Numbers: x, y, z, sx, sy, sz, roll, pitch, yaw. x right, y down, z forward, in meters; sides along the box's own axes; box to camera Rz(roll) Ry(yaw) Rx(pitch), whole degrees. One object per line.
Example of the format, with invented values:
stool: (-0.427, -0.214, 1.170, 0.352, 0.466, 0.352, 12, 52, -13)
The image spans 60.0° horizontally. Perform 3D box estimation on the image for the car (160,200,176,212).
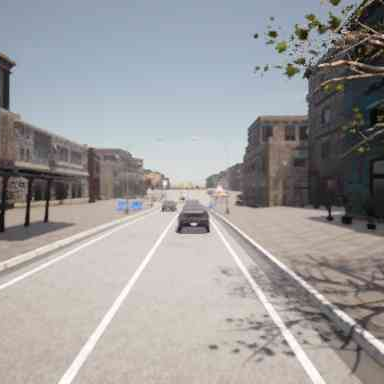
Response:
car: (-2.992, 1.809, 43.688, 1.837, 1.490, 4.892, 0, 0, 0)

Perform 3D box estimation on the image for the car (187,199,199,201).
car: (0.107, 1.561, 38.281, 2.097, 1.767, 4.553, 0, -1, 0)

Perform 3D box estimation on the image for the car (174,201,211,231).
car: (0.104, 1.506, 20.428, 1.837, 1.490, 4.892, 0, 0, 0)
